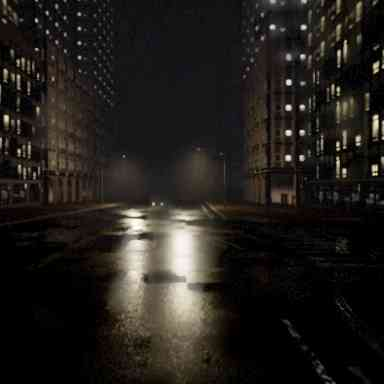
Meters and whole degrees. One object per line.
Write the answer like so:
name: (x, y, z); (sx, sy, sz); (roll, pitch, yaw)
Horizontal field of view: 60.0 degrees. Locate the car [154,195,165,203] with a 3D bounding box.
car: (-6.519, 1.395, 66.397); (1.882, 1.535, 5.008); (0, 0, 0)
